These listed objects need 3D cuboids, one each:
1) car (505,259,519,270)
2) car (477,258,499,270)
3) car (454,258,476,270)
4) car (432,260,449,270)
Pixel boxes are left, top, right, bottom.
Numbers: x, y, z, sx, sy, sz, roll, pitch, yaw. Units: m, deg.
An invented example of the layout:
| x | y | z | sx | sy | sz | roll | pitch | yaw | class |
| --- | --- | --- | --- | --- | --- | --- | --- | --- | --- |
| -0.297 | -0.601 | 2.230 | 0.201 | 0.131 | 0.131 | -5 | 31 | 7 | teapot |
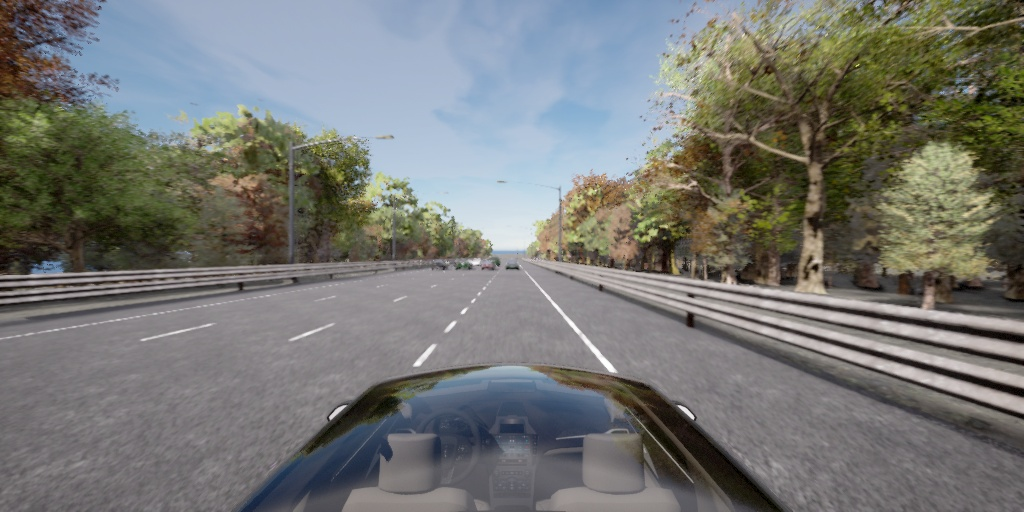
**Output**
| x | y | z | sx | sy | sz | roll | pitch | yaw | class |
| --- | --- | --- | --- | --- | --- | --- | --- | --- | --- |
| 0.045 | 1.386 | 53.128 | 1.994 | 1.385 | 4.181 | 0 | 0 | 0 | car |
| -3.457 | 1.362 | 52.477 | 2.033 | 1.411 | 5.357 | 0 | 0 | 0 | car |
| -6.957 | 1.161 | 52.868 | 2.097 | 1.767 | 4.553 | 0 | 0 | 0 | car |
| -10.457 | 1.309 | 52.584 | 1.837 | 1.490 | 4.892 | 0 | 0 | 0 | car |
